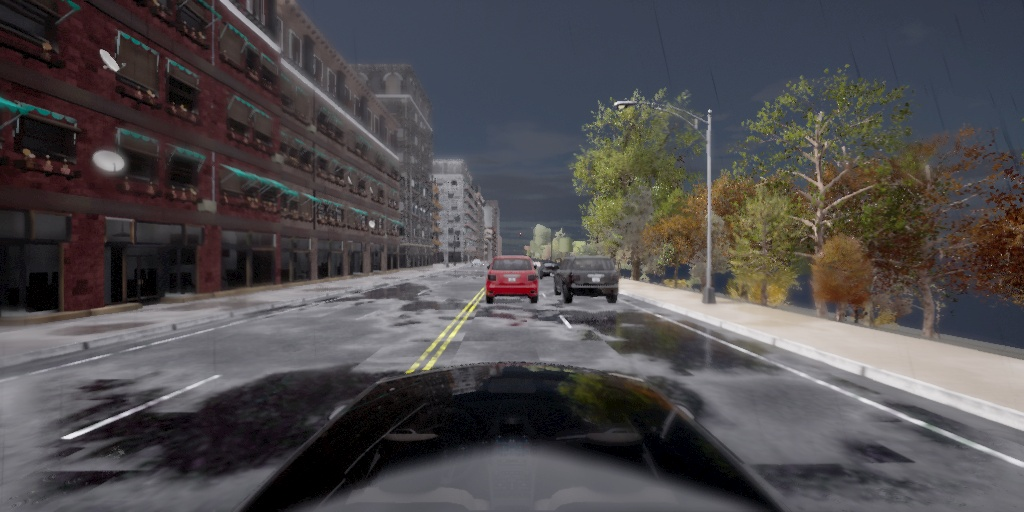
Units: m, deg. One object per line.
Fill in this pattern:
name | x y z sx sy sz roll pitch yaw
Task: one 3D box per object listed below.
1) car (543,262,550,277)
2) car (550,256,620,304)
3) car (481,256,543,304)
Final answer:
car | 3.250 1.268 31.500 1.837 1.490 4.892 0 0 0
car | 3.249 1.007 16.530 2.150 2.045 5.566 0 0 0
car | -0.001 1.007 16.530 2.150 2.045 5.566 0 0 0
